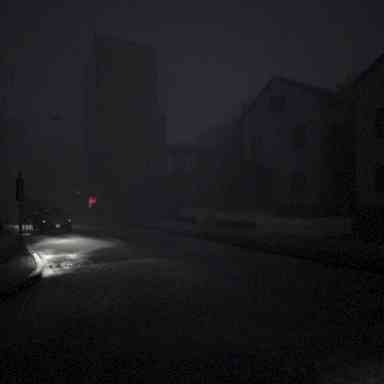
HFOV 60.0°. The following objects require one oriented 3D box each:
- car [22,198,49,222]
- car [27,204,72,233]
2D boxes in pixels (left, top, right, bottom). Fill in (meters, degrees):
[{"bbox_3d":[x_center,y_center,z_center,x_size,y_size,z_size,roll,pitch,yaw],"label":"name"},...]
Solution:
[{"bbox_3d":[-14.583,1.605,30.663,2.150,2.045,5.566,0,-1,-31],"label":"car"},{"bbox_3d":[-9.156,1.763,21.682,2.128,1.511,4.902,0,-1,-31],"label":"car"}]
